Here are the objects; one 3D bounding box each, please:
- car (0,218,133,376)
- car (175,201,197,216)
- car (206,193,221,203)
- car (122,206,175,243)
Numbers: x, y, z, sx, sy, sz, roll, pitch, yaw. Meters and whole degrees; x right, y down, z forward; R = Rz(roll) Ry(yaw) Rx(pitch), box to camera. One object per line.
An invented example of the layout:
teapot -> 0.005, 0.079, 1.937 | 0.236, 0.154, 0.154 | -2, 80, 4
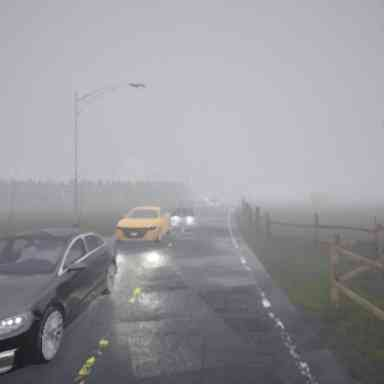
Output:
car -> -2.684, 1.472, 5.890 | 2.128, 1.511, 4.902 | 0, 0, 2
car -> -0.666, 1.498, 31.526 | 1.994, 1.385, 4.181 | 0, 0, 7
car -> 4.518, 1.427, 67.370 | 1.994, 1.385, 4.181 | 0, 0, 6
car -> -2.185, 1.441, 16.044 | 1.882, 1.535, 5.008 | 0, 0, 4
